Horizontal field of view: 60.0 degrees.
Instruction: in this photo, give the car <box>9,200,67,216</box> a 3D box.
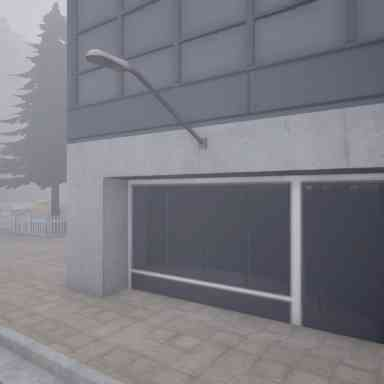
[{"bbox_3d":[-13.828,1.491,30.145,1.882,1.535,5.008,0,0,34],"label":"car"}]
